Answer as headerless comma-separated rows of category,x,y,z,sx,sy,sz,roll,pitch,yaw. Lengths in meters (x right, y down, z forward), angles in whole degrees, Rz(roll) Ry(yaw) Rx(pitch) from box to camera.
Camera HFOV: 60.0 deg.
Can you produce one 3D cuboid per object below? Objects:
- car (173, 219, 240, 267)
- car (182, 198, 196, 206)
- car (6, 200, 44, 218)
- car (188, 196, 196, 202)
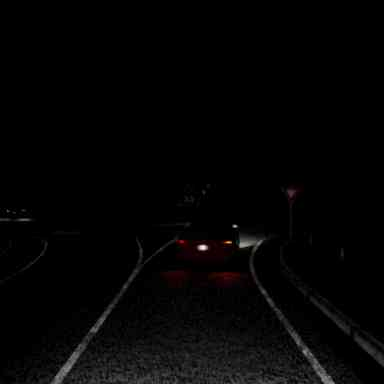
car,0.652,1.634,11.862,1.994,1.385,4.181,0,0,10
car,-0.668,1.532,55.474,1.882,1.535,5.008,0,0,-6
car,-15.105,1.500,30.369,1.837,1.490,4.892,-2,0,-4
car,0.024,1.721,83.535,2.128,1.511,4.902,0,0,1
